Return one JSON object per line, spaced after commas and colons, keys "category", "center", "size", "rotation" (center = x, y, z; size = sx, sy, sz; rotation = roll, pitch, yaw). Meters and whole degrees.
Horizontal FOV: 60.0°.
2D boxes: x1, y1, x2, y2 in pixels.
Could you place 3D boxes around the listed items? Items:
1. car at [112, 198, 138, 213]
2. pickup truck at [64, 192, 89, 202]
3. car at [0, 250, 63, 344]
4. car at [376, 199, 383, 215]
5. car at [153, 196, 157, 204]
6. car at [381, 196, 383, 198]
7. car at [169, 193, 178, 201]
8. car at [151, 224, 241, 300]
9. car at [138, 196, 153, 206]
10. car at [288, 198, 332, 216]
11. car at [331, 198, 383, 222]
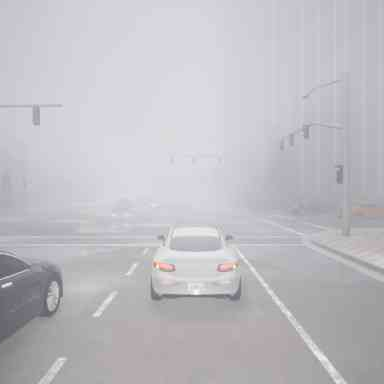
{"category": "car", "center": [-7.615, 1.505, 37.061], "size": [1.837, 1.490, 4.892], "rotation": [0, 0, -1]}
{"category": "pickup truck", "center": [-24.638, 1.059, 70.291], "size": [2.390, 2.098, 6.274], "rotation": [0, 0, 30]}
{"category": "car", "center": [-3.434, 1.505, 4.582], "size": [1.837, 1.490, 4.892], "rotation": [0, 0, 1]}
{"category": "car", "center": [21.007, 1.478, 32.585], "size": [5.008, 1.535, 1.882], "rotation": [0, 0, 0]}
{"category": "car", "center": [-7.985, 1.491, 65.325], "size": [2.128, 1.511, 4.902], "rotation": [0, 0, 0]}
{"category": "car", "center": [17.720, 1.221, 29.064], "size": [5.566, 2.045, 2.150], "rotation": [0, 0, 0]}
{"category": "car", "center": [-4.723, 1.225, 85.507], "size": [2.150, 2.045, 5.566], "rotation": [0, 0, -1]}
{"category": "car", "center": [0.080, 1.526, 8.231], "size": [1.812, 1.442, 4.674], "rotation": [0, 0, 0]}
{"category": "car", "center": [-7.869, 1.352, 53.210], "size": [2.097, 1.767, 4.553], "rotation": [0, 0, -1]}
{"category": "car", "center": [11.782, 1.352, 32.522], "size": [4.553, 1.767, 2.097], "rotation": [0, 0, 0]}
{"category": "car", "center": [13.704, 1.477, 25.381], "size": [5.008, 1.535, 1.882], "rotation": [0, 0, 0]}
